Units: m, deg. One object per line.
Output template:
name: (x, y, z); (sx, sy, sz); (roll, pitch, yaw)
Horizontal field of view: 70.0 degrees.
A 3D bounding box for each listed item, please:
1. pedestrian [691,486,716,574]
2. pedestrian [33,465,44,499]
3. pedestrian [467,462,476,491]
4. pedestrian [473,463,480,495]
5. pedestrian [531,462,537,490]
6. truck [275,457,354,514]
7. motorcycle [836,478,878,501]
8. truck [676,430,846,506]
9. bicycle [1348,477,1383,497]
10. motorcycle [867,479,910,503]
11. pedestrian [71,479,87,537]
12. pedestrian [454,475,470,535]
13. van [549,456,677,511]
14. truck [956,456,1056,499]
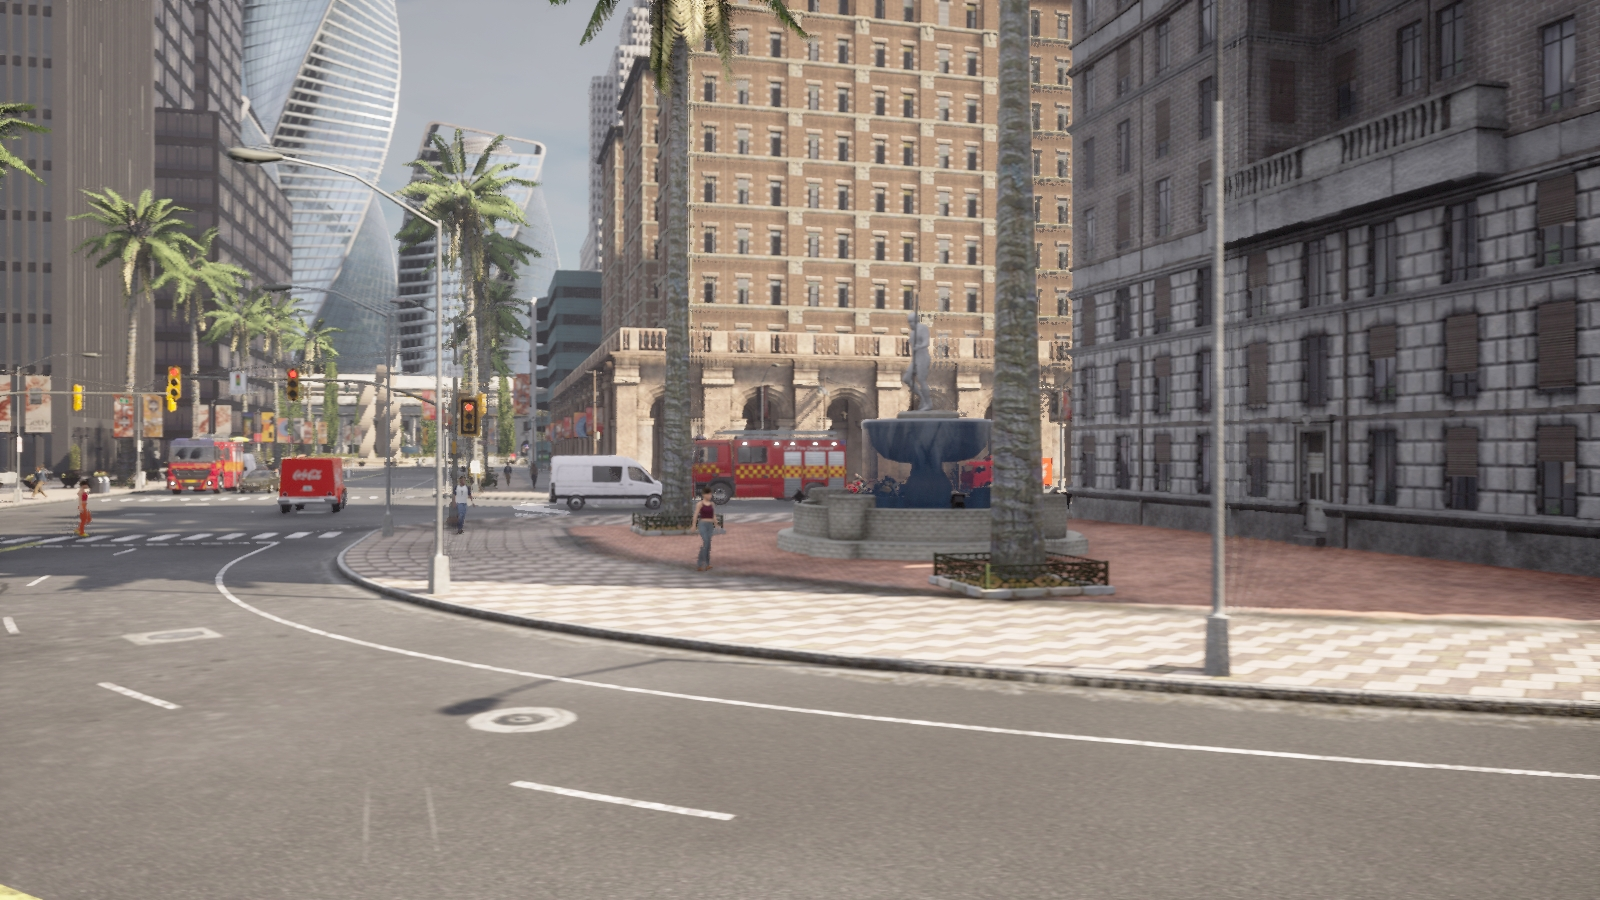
pedestrian: (-2.078, 1.706, 24.633); (0.375, 1.860, 0.375); (0, 0, -40)
pedestrian: (-40.919, 1.715, 61.403); (0.375, 1.860, 0.375); (0, 0, 24)
pedestrian: (-21.196, 1.723, 73.759); (0.375, 1.860, 0.375); (0, 0, 21)
pedestrian: (-19.290, 1.721, 68.206); (0.375, 1.860, 0.375); (0, 0, -19)
pedestrian: (-17.742, 1.724, 76.260); (0.375, 1.860, 0.375); (0, 0, -12)
truck: (-22.387, 1.585, 52.888); (2.627, 2.467, 5.204); (0, 0, -15)
motorcycle: (3.257, 2.231, 65.010); (2.209, 1.251, 0.867); (0, 0, -15)
truck: (-2.070, 0.914, 59.719); (8.468, 3.827, 2.891); (0, 0, -15)
bicycle: (34.390, 2.269, 69.520); (1.835, 1.171, 0.329); (0, -7, 19)
motorcycle: (4.884, 2.231, 62.892); (2.209, 1.251, 0.867); (0, 0, -26)
pedestrian: (-23.146, 1.859, 36.680); (0.375, 1.860, 0.375); (0, 0, -19)
pedestrian: (-10.607, 1.709, 35.860); (0.375, 1.860, 0.375); (0, 0, -37)
van: (-8.967, 1.555, 54.649); (5.915, 2.561, 1.988); (0, 0, -13)
truck: (12.118, 1.596, 67.369); (5.204, 2.467, 2.627); (0, 0, -15)
